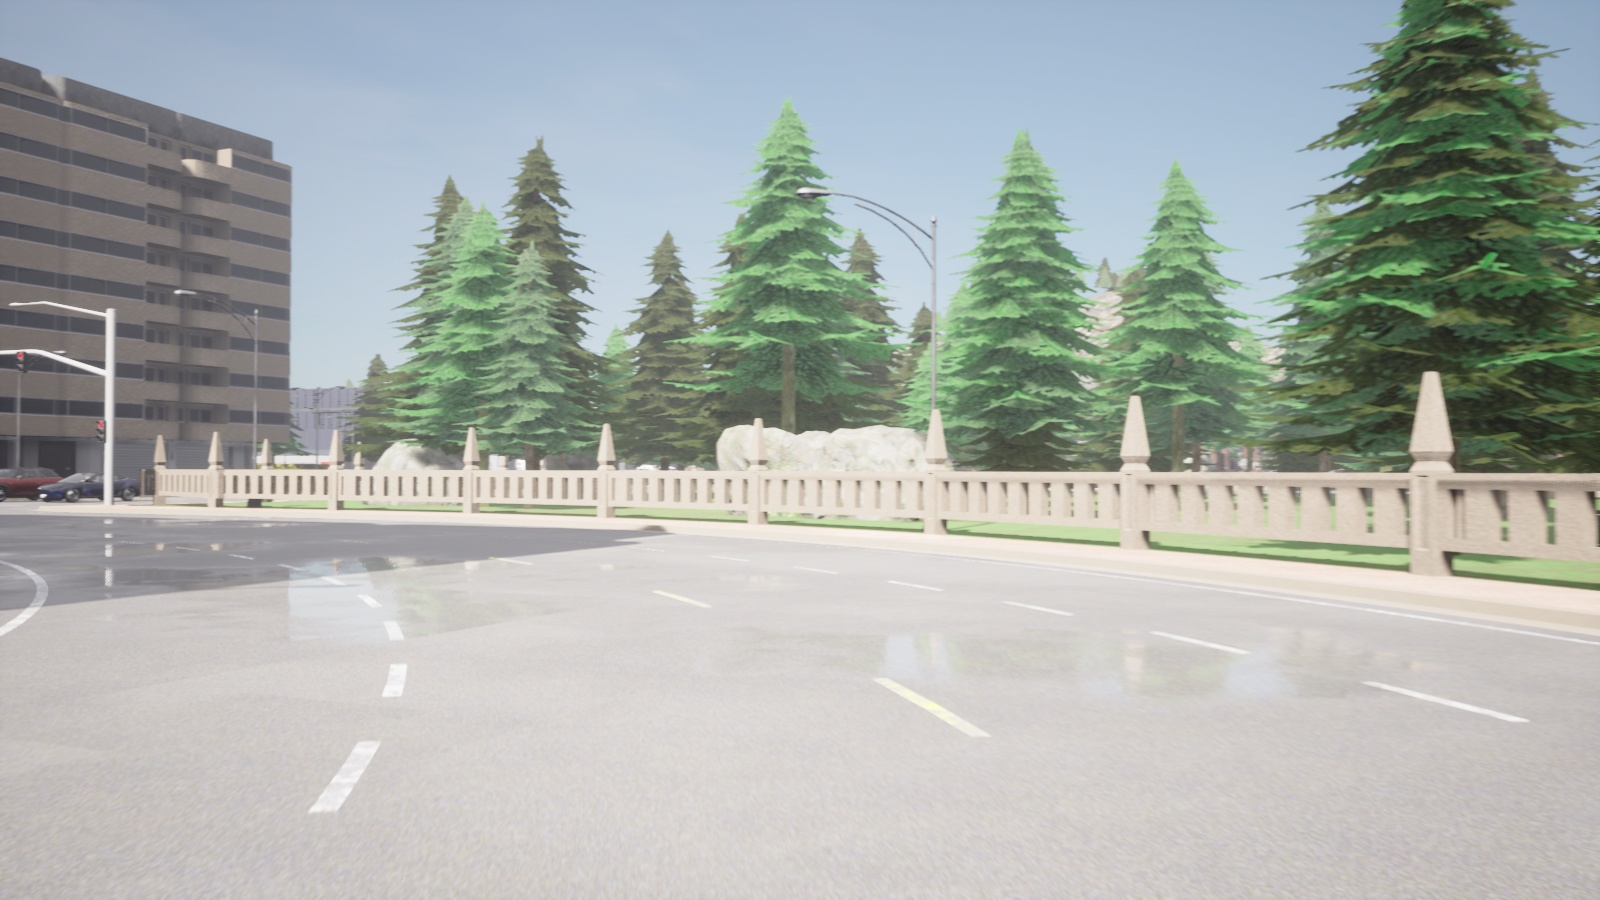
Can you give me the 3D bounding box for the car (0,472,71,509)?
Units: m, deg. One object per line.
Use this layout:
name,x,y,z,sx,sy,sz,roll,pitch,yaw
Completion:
car,-38.732,1.966,61.808,2.097,1.767,4.553,-1,-1,23

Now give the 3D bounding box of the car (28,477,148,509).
car,-34.943,2.086,61.748,2.163,1.488,4.792,-1,-1,23
